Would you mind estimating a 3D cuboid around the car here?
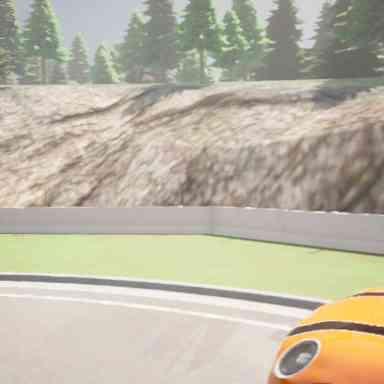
[{"bbox_3d":[2.740,1.247,1.943,4.553,1.767,2.097,0,2,40],"label":"car"}]
